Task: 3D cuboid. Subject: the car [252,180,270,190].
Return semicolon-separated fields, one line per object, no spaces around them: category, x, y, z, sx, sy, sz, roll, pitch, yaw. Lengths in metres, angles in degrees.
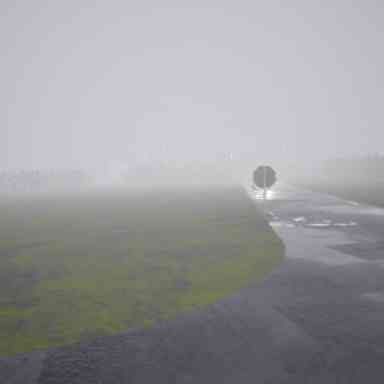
car;8.137;-1.126;39.457;2.128;1.511;4.902;-1;3;8
